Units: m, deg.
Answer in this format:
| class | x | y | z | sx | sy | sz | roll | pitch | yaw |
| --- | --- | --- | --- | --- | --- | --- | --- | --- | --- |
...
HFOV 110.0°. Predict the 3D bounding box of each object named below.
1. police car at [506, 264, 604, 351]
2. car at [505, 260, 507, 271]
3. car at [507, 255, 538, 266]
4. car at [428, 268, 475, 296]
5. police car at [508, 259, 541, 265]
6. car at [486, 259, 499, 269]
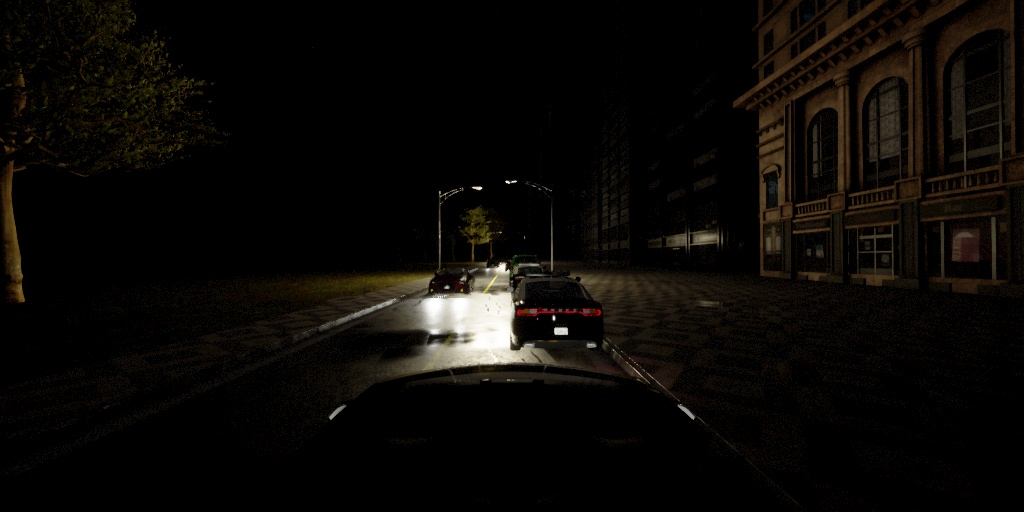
| class | x | y | z | sx | sy | sz | roll | pitch | yaw |
| --- | --- | --- | --- | --- | --- | --- | --- | --- | --- |
| police car | 0.900 | 1.175 | 9.155 | 1.930 | 1.638 | 5.238 | 0 | 0 | 0 |
| car | 0.021 | 1.252 | 46.607 | 2.033 | 1.411 | 5.357 | 0 | 0 | 1 |
| car | 0.897 | 0.963 | 25.076 | 2.150 | 2.045 | 5.566 | 0 | 0 | 0 |
| car | -3.099 | 1.309 | 19.038 | 1.994 | 1.385 | 4.181 | 0 | 0 | 0 |
| police car | 0.899 | 1.170 | 19.156 | 1.930 | 1.638 | 5.238 | 0 | 0 | 0 |
| car | -3.002 | 1.191 | 56.116 | 1.837 | 1.490 | 4.892 | 0 | 0 | 0 |
